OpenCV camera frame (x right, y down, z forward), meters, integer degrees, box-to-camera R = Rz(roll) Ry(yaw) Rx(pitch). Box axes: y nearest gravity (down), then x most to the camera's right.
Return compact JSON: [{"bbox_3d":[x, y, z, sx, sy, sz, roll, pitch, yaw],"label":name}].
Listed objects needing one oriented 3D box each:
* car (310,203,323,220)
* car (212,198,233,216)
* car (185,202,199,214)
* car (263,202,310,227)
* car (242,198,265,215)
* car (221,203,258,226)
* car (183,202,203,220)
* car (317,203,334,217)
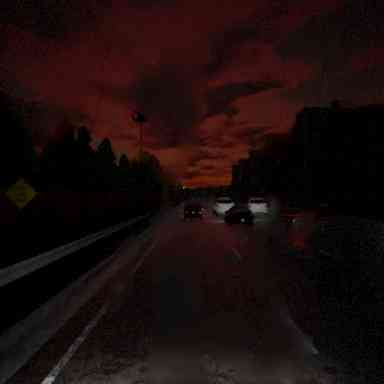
[{"bbox_3d":[10.610,1.987,32.177,1.895,1.301,4.718,0,-1,0],"label":"car"},{"bbox_3d":[3.586,1.687,38.687,2.150,2.045,5.566,0,0,0],"label":"car"},{"bbox_3d":[-0.002,2.049,43.747,1.812,1.442,4.674,0,-1,0],"label":"car"},{"bbox_3d":[7.112,1.812,25.481,1.837,1.490,4.892,0,0,0],"label":"car"},{"bbox_3d":[7.091,1.682,38.309,2.150,2.045,5.566,0,0,0],"label":"car"},{"bbox_3d":[3.612,1.838,26.026,1.812,1.442,4.674,0,-1,0],"label":"car"},{"bbox_3d":[0.120,1.935,32.381,2.033,1.411,5.357,0,-1,0],"label":"car"},{"bbox_3d":[14.098,1.924,37.202,1.882,1.535,5.008,0,-1,0],"label":"car"}]
